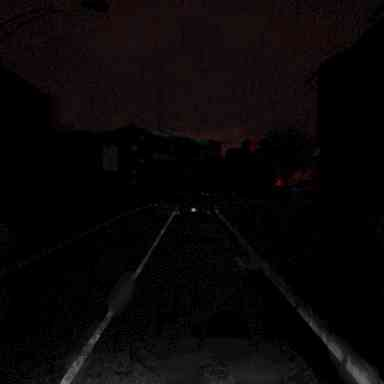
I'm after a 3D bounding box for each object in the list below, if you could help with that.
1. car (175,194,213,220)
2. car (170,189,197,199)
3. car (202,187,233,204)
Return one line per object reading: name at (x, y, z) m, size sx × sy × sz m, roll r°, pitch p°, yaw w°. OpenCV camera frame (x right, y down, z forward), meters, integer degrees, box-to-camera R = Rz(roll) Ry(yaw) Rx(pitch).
car at (0.112, 1.116, 23.283) m, size 2.033 × 1.411 × 5.357 m, roll 0°, pitch 2°, yaw 0°
car at (-0.968, 0.366, 39.394) m, size 1.837 × 1.490 × 4.892 m, roll 0°, pitch 0°, yaw 24°
car at (3.150, 0.423, 40.653) m, size 2.150 × 2.045 × 5.566 m, roll -1°, pitch -1°, yaw 30°
